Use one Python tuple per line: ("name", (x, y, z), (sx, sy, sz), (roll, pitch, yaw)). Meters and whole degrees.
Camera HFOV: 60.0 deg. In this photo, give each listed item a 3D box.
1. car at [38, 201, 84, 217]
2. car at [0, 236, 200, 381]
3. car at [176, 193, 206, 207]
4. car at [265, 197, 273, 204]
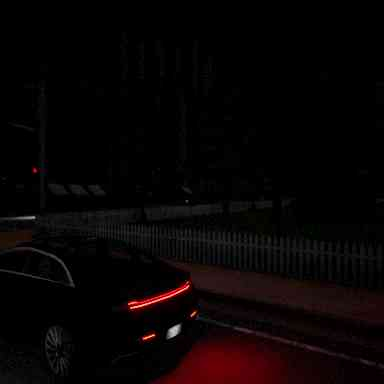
("car", (-12.452, 1.562, 31.902), (1.994, 1.385, 4.181), (0, 0, 34))
("car", (-2.185, 1.491, 5.497), (4.902, 1.511, 2.128), (0, 0, 36))
("car", (-0.349, 1.352, 49.818), (2.097, 1.767, 4.553), (0, 0, 34))
("car", (14.700, 1.547, 59.297), (2.033, 1.411, 5.357), (0, 0, 34))
